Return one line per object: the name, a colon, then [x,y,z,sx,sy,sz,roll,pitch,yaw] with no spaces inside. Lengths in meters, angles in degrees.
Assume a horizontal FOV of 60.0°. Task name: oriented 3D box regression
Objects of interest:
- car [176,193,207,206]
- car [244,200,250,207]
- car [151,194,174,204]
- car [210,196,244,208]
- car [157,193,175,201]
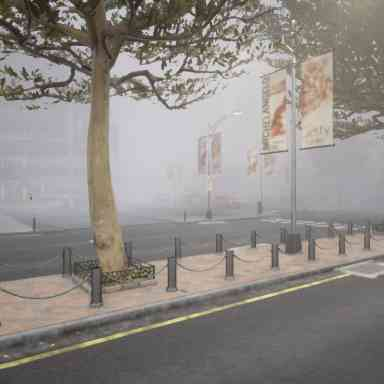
car: [-0.178,1.352,55.955,2.097,1.767,4.553,0,0,-36]
car: [6.980,1.526,52.017,1.812,1.442,4.674,0,0,-36]
car: [-6.081,1.564,63.566,1.994,1.385,4.181,0,0,-42]
car: [4.916,1.352,48.874,2.097,1.767,4.553,0,0,-35]
car: [-5.085,1.221,67.868,5.566,2.045,2.150,0,0,45]
